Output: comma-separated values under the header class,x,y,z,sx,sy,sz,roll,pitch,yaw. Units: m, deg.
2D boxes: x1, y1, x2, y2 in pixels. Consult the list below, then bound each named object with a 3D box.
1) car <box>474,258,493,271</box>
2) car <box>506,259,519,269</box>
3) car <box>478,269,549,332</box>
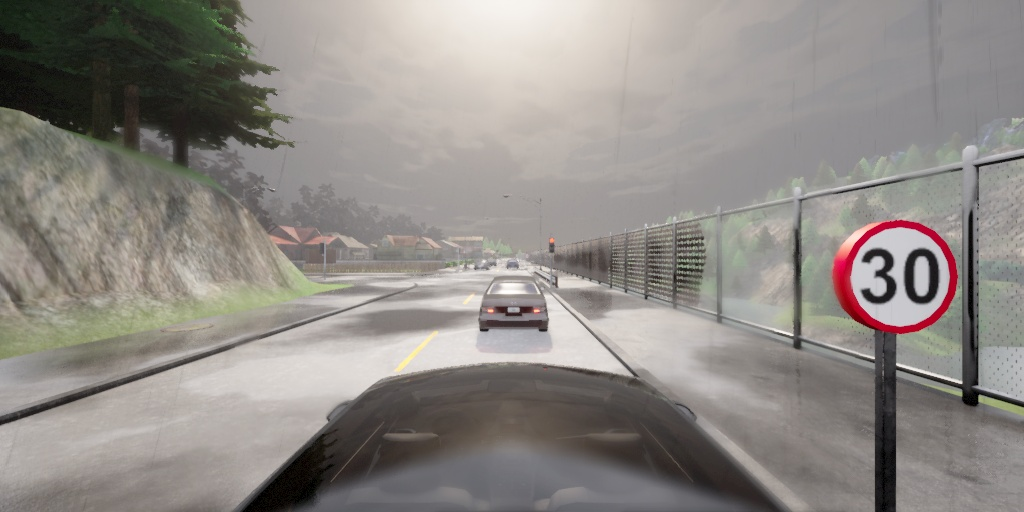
class,x,y,z,sx,sy,sz,roll,pitch,yaw
car,-4.075,1.241,48.713,2.128,1.511,4.902,0,0,0
car,0.112,1.275,58.252,1.812,1.442,4.674,0,0,0
car,0.052,1.297,10.835,2.033,1.411,5.357,0,0,0
